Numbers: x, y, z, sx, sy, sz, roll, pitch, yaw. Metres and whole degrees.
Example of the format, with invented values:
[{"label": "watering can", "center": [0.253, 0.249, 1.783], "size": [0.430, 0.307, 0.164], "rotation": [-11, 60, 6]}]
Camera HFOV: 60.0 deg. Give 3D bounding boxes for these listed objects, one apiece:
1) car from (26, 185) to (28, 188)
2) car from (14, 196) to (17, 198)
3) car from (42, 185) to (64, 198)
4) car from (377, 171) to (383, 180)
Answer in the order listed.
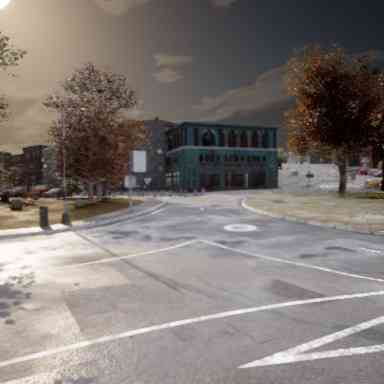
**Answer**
[{"label": "car", "center": [-21.375, -0.027, 48.551], "size": [2.435, 2.045, 5.566], "rotation": [-1, 1, 15]}, {"label": "car", "center": [-23.807, -0.003, 50.312], "size": [2.435, 2.045, 5.566], "rotation": [-1, 1, 15]}, {"label": "car", "center": [-18.918, 0.199, 46.896], "size": [2.231, 1.521, 4.892], "rotation": [-1, 1, 14]}, {"label": "car", "center": [48.116, -3.716, 79.692], "size": [5.366, 1.575, 1.946], "rotation": [-2, 7, -8]}]
